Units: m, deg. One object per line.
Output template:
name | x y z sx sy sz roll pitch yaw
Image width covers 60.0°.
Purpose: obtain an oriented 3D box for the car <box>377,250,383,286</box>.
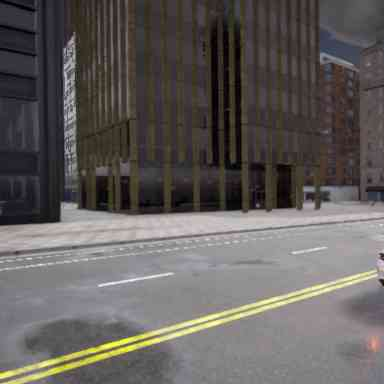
car | 6.141 1.519 7.829 4.674 1.442 1.812 0 0 -35
